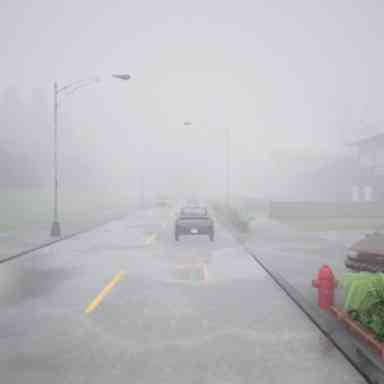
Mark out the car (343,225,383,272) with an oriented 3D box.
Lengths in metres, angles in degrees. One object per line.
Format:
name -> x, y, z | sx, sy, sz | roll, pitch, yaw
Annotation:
car -> 6.313, 1.449, 9.312 | 5.357, 1.415, 2.033 | 0, 0, -40

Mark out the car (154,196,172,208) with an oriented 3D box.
car -> -4.042, 1.315, 46.769 | 2.097, 1.767, 4.553 | 0, 0, 0

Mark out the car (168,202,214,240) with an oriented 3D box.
car -> 0.099, 1.478, 16.848 | 2.128, 1.511, 4.902 | 0, 0, 0

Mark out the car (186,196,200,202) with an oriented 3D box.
car -> 0.127, 1.459, 52.429 | 1.837, 1.490, 4.892 | 0, -1, 0
